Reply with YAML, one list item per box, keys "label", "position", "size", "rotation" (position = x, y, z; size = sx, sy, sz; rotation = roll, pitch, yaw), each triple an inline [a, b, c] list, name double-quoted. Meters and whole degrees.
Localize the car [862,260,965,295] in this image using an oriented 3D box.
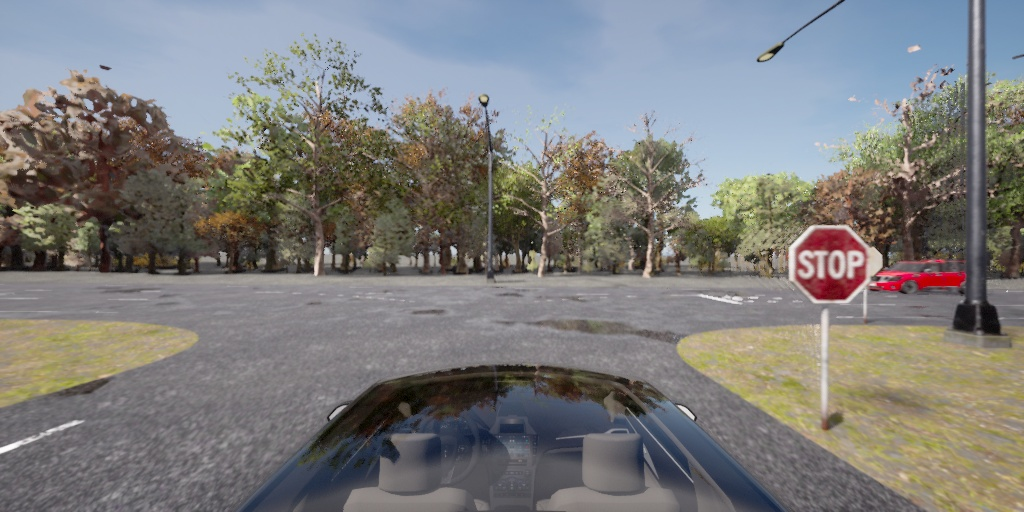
- label: "car"
  position: [23.798, 1.266, 20.894]
  size: [5.566, 2.045, 2.150]
  rotation: [-1, 0, 0]
